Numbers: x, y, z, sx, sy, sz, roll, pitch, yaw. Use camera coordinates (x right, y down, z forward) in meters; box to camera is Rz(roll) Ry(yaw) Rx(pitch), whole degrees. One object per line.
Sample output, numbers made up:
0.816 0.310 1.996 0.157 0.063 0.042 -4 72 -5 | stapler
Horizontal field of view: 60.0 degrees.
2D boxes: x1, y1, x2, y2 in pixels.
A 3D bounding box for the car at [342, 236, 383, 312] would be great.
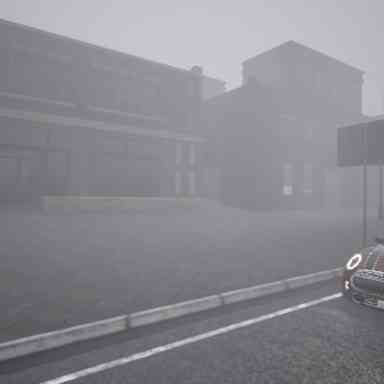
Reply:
5.206 1.404 7.034 4.553 1.767 2.097 1 0 -35 | car
